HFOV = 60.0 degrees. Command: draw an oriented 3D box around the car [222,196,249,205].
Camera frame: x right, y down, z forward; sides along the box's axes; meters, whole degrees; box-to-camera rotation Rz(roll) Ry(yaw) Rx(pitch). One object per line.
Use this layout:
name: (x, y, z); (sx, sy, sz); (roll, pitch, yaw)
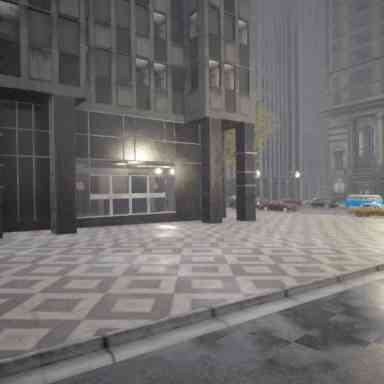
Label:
car: (7.259, 1.378, 56.263); (2.008, 1.369, 4.403); (-1, 1, -36)

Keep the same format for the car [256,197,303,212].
car: (9.980, 1.556, 37.919); (1.887, 1.381, 4.507); (-1, 1, -36)

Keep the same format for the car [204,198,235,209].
car: (3.793, 1.533, 46.498); (2.008, 1.369, 4.403); (-1, 1, -36)

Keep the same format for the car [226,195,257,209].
car: (6.884, 1.312, 42.206); (2.192, 1.841, 5.009); (-1, 1, -36)

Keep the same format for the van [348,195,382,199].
van: (19.924, 1.228, 38.700); (1.690, 1.788, 3.998); (-1, 1, -36)

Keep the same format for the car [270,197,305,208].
car: (13.592, 1.401, 47.482); (1.887, 1.381, 4.507); (-1, 1, -36)

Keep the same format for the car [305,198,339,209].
car: (16.759, 1.437, 43.092); (1.947, 1.339, 4.313); (-1, 1, -36)

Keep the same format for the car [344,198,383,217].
car: (16.264, 1.569, 29.196); (1.752, 1.417, 4.829); (-1, 1, -36)

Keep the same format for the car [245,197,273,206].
car: (10.426, 1.424, 51.874); (1.802, 1.307, 4.206); (-1, 1, -36)
